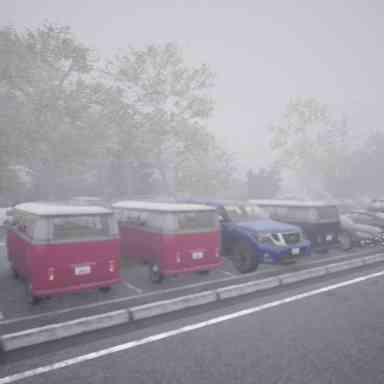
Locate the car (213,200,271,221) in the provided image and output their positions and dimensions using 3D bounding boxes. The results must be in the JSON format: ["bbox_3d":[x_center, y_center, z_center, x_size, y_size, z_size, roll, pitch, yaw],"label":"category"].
[{"bbox_3d":[4.350,1.569,29.973,1.946,1.575,5.366,0,0,-36],"label":"car"}]

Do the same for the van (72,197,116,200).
[{"bbox_3d":[-6.901,1.303,21.841,1.878,1.987,4.442,0,0,-36],"label":"van"}]

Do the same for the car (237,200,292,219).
[{"bbox_3d":[6.720,1.570,31.434,2.097,1.535,5.008,0,0,-36],"label":"car"}]

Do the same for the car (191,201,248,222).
[{"bbox_3d":[2.220,1.602,28.186,2.163,1.488,4.792,0,0,-36],"label":"car"}]

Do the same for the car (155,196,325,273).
[{"bbox_3d":[1.252,1.279,11.414,2.435,2.045,5.566,0,0,-36],"label":"car"}]

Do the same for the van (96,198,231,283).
[{"bbox_3d":[-1.112,1.288,9.901,1.878,1.987,4.442,0,0,-36],"label":"van"}]

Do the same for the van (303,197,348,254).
[{"bbox_3d":[3.446,1.320,13.161,1.878,1.987,4.442,0,0,-36],"label":"van"}]

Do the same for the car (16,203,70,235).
[{"bbox_3d":[-9.199,1.510,20.283,1.946,1.575,5.366,0,0,-36],"label":"car"}]

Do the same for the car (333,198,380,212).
[{"bbox_3d":[20.246,1.567,41.152,2.163,1.488,4.792,0,0,-36],"label":"car"}]

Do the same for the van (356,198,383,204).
[{"bbox_3d":[12.572,1.343,19.689,1.878,1.987,4.442,0,0,-36],"label":"van"}]

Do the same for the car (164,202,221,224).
[{"bbox_3d":[-0.077,1.594,26.614,2.163,1.488,4.792,0,0,-36],"label":"car"}]

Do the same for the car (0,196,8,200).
[{"bbox_3d":[-11.364,1.246,18.541,2.435,2.045,5.566,0,0,-36],"label":"car"}]

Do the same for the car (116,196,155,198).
[{"bbox_3d":[-4.592,1.294,23.385,2.435,2.045,5.566,0,0,-36],"label":"car"}]

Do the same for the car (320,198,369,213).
[{"bbox_3d":[18.002,1.544,39.519,2.231,1.521,4.892,0,0,-36],"label":"car"}]

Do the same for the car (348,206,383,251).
[{"bbox_3d":[5.793,1.556,14.704,2.231,1.521,4.892,0,0,-36],"label":"car"}]

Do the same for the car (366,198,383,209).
[{"bbox_3d":[27.053,1.549,45.949,2.163,1.488,4.792,0,0,-36],"label":"car"}]

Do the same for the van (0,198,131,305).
[{"bbox_3d":[-3.392,1.272,8.270,1.878,1.987,4.442,0,0,-36],"label":"van"}]

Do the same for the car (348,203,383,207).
[{"bbox_3d":[10.343,1.600,17.987,2.163,1.488,4.792,0,0,-36],"label":"car"}]

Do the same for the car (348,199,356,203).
[{"bbox_3d":[15.745,1.549,37.903,2.097,1.535,5.008,0,0,-36],"label":"car"}]

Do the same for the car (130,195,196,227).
[{"bbox_3d":[-2.300,1.304,24.954,2.435,2.045,5.566,0,0,-36],"label":"car"}]

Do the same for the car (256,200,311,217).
[{"bbox_3d":[8.979,1.568,33.050,2.231,1.521,4.892,0,0,-36],"label":"car"}]

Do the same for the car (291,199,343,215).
[{"bbox_3d":[13.487,1.555,36.288,2.097,1.535,5.008,0,0,-36],"label":"car"}]

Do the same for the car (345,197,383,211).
[{"bbox_3d":[22.628,1.528,42.592,1.946,1.575,5.366,0,0,-36],"label":"car"}]

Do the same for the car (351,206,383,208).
[{"bbox_3d":[8.078,1.604,16.328,2.002,1.452,4.674,0,0,-36],"label":"car"}]

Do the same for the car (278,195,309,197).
[{"bbox_3d":[11.249,1.310,34.645,2.435,2.045,5.566,0,0,-36],"label":"car"}]
